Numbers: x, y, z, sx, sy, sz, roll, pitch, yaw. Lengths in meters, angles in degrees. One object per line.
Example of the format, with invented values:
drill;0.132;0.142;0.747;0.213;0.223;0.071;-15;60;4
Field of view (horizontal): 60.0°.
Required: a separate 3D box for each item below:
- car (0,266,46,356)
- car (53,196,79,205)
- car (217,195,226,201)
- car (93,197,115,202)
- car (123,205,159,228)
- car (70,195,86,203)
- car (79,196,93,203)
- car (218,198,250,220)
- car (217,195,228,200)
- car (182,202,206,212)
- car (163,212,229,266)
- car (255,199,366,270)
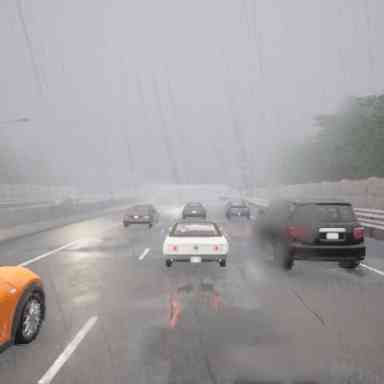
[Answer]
car;-3.396;1.353;3.524;2.097;1.767;4.553;0;0;0
car;-20.750;1.511;53.943;2.128;1.511;4.902;0;0;1
car;7.824;1.492;89.233;2.128;1.511;4.902;0;0;1
car;-13.763;1.498;53.453;1.882;1.535;5.008;0;0;1
car;-3.346;1.554;22.483;2.033;1.411;5.357;0;0;0
car;-23.386;1.481;68.505;1.882;1.535;5.008;0;0;-2
car;-17.224;1.622;55.694;1.895;1.301;4.718;0;0;1
car;3.688;1.501;28.199;2.128;1.511;4.902;0;0;0
car;7.515;1.405;79.566;1.882;1.535;5.008;0;0;3
car;0.192;1.573;28.823;1.994;1.385;4.181;0;0;0
car;0.117;1.604;11.524;1.895;1.301;4.718;0;0;0
car;3.616;1.225;11.214;2.150;2.045;5.566;0;0;0
